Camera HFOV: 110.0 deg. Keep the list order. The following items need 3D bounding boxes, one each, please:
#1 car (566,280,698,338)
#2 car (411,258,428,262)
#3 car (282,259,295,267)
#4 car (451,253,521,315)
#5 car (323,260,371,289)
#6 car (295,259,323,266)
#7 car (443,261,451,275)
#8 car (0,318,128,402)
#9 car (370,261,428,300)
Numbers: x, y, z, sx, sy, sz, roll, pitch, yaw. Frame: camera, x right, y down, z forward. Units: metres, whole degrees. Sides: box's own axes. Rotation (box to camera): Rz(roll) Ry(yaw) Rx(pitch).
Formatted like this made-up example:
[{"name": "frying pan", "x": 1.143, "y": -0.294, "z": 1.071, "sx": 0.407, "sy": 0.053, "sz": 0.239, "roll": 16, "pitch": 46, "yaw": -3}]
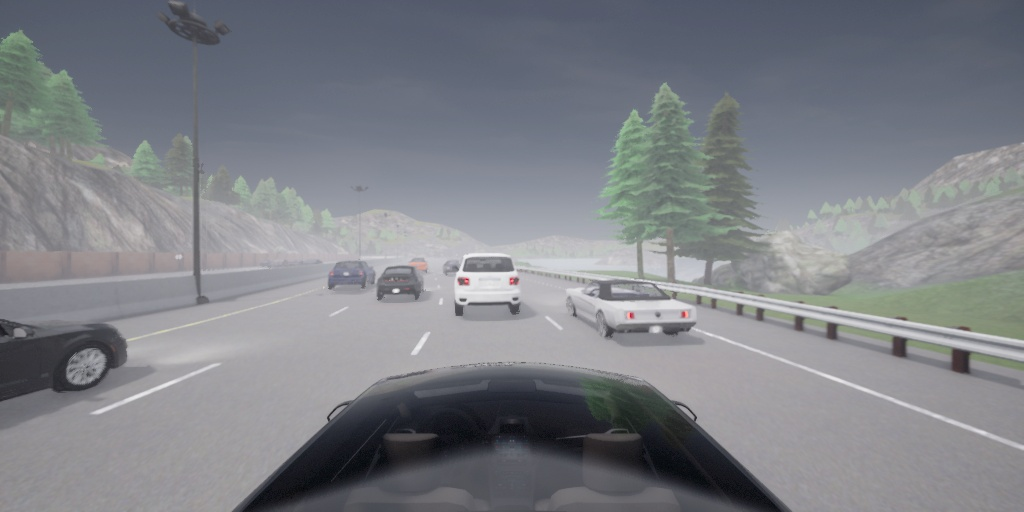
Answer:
[{"name": "car", "x": 2.903, "y": 1.301, "z": 10.003, "sx": 1.895, "sy": 1.301, "sz": 4.718, "roll": 0, "pitch": 0, "yaw": -6}, {"name": "car", "x": -10.525, "y": 0.967, "z": 40.367, "sx": 2.097, "sy": 1.767, "sz": 4.553, "roll": 0, "pitch": 0, "yaw": -13}, {"name": "car", "x": -31.657, "y": 1.207, "z": 52.972, "sx": 1.994, "sy": 1.385, "sz": 4.181, "roll": 0, "pitch": 0, "yaw": -13}, {"name": "car", "x": -1.053, "y": 0.921, "z": 13.526, "sx": 2.150, "sy": 2.045, "sz": 5.566, "roll": 0, "pitch": 0, "yaw": -8}, {"name": "car", "x": -10.030, "y": 1.046, "z": 22.793, "sx": 2.097, "sy": 1.767, "sz": 4.553, "roll": 0, "pitch": 0, "yaw": -12}, {"name": "car", "x": -27.017, "y": 1.123, "z": 48.489, "sx": 1.882, "sy": 1.535, "sz": 5.008, "roll": 0, "pitch": 0, "yaw": -13}, {"name": "car", "x": -6.052, "y": 1.161, "z": 36.706, "sx": 2.033, "sy": 1.411, "sz": 5.357, "roll": 0, "pitch": 0, "yaw": -13}, {"name": "car", "x": -7.177, "y": 1.275, "z": 3.830, "sx": 1.837, "sy": 1.490, "sz": 4.892, "roll": 0, "pitch": 0, "yaw": -2}, {"name": "car", "x": -5.334, "y": 1.204, "z": 17.520, "sx": 1.837, "sy": 1.490, "sz": 4.892, "roll": 0, "pitch": 0, "yaw": -10}]
